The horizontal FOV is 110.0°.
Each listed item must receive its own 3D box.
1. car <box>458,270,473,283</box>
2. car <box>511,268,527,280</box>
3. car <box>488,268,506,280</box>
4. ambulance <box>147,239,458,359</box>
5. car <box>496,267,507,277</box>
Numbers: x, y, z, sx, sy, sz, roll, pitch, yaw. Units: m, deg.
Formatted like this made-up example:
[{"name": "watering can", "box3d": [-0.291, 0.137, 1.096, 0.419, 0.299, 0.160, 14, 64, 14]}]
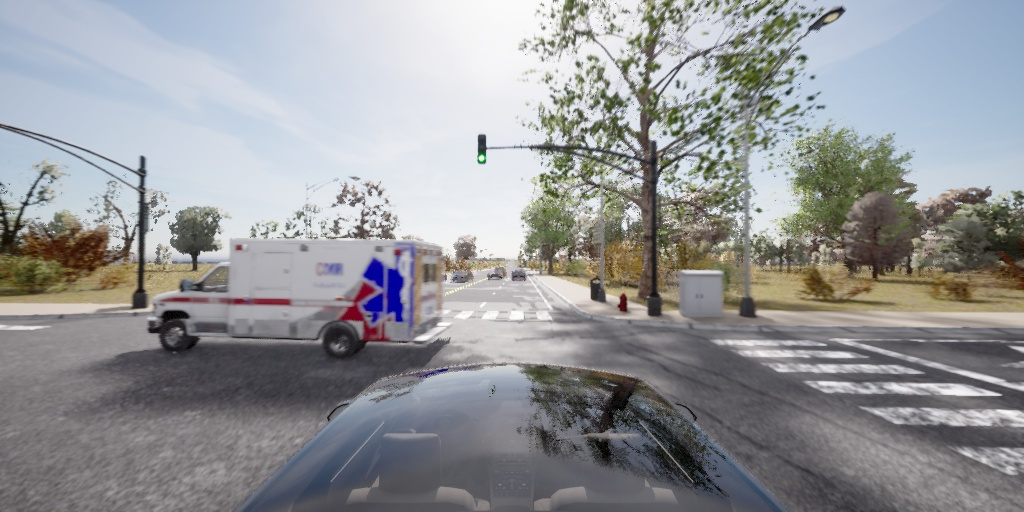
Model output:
[{"name": "car", "box3d": [-5.792, 2.384, 42.292, 2.033, 1.411, 5.357, 0, -2, 2]}, {"name": "car", "box3d": [0.975, 2.580, 50.322, 1.837, 1.490, 4.892, 0, -2, 1]}, {"name": "car", "box3d": [-2.264, 2.679, 50.812, 1.895, 1.301, 4.718, 0, -2, 1]}, {"name": "ambulance", "box3d": [-4.750, 0.897, 8.420, 6.366, 2.431, 2.351, 1, -1, 4]}, {"name": "car", "box3d": [-2.020, 2.700, 60.788, 2.097, 1.767, 4.553, 0, -2, 1]}]
